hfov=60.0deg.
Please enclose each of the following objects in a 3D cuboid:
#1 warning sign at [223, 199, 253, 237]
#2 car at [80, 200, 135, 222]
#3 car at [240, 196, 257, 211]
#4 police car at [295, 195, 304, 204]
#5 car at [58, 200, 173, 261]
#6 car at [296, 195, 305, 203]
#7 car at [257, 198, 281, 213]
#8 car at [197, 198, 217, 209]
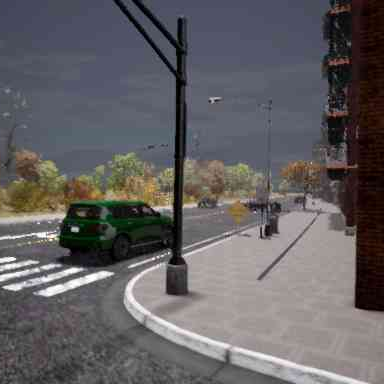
[{"bbox_3d":[2.457,1.351,17.657,1.300,1.860,1.060,1,0,24],"label":"warning sign"},{"bbox_3d":[-6.934,1.506,27.892,1.837,1.490,4.892,1,0,24],"label":"car"},{"bbox_3d":[7.380,1.744,44.538,2.128,1.511,4.902,1,0,23],"label":"car"},{"bbox_3d":[25.478,1.990,79.008,1.930,1.638,5.238,1,0,21],"label":"police car"},{"bbox_3d":[-2.722,1.360,13.463,2.150,2.045,5.566,1,0,26],"label":"car"},{"bbox_3d":[28.935,1.848,88.365,2.150,2.045,5.566,1,0,20],"label":"car"},{"bbox_3d":[10.398,1.813,43.340,2.128,1.511,4.902,1,0,23],"label":"car"},{"bbox_3d":[2.338,1.637,49.524,1.837,1.490,4.892,1,0,23],"label":"car"}]
